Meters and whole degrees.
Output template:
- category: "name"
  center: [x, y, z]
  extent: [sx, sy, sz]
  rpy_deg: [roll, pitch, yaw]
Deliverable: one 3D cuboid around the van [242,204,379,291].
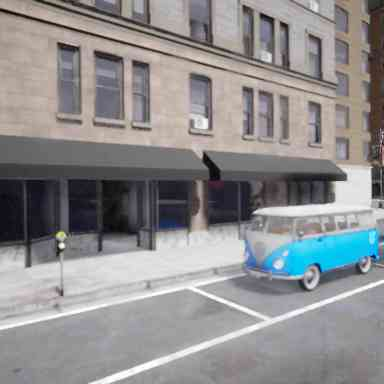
- category: "van"
  center: [3.077, 1.237, 8.418]
  extent: [3.998, 1.788, 1.690]
  rpy_deg: [-1, 1, -36]
